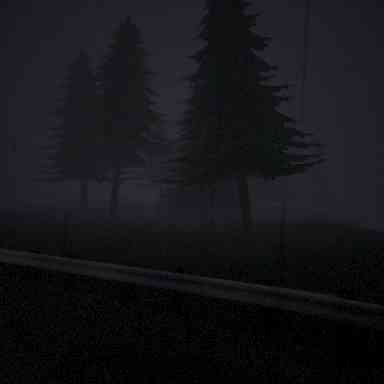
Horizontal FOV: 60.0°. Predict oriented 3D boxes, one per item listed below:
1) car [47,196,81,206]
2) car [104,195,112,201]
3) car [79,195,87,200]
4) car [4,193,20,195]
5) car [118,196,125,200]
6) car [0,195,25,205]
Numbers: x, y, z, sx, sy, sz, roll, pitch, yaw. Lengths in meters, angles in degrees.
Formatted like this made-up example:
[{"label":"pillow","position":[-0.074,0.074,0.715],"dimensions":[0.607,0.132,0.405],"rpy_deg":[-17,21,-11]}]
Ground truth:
[{"label":"car","position":[-20.476,1.547,53.776],"dimensions":[2.033,1.411,5.357],"rpy_deg":[0,0,14]},{"label":"car","position":[-22.220,1.525,88.247],"dimensions":[2.128,1.511,4.902],"rpy_deg":[0,0,-10]},{"label":"car","position":[-29.656,1.595,90.481],"dimensions":[1.895,1.301,4.718],"rpy_deg":[0,0,-14]},{"label":"car","position":[-38.980,1.225,71.219],"dimensions":[2.150,2.045,5.566],"rpy_deg":[0,0,5]},{"label":"car","position":[-18.529,1.595,86.902],"dimensions":[1.895,1.301,4.718],"rpy_deg":[0,0,-10]},{"label":"car","position":[-30.684,1.601,56.311],"dimensions":[1.895,1.301,4.718],"rpy_deg":[0,0,14]}]
